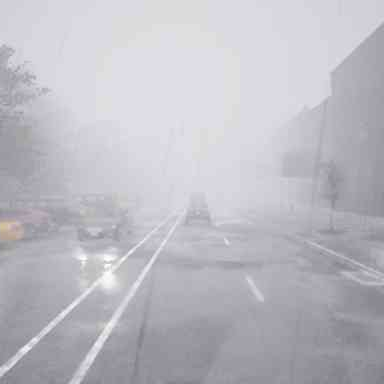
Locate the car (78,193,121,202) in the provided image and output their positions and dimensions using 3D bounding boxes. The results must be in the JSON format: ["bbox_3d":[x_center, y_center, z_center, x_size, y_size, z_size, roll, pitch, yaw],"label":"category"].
[{"bbox_3d":[-9.093,1.184,27.740,5.566,2.045,2.435,-1,1,-19],"label":"car"}]

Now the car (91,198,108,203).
[{"bbox_3d":[-9.121,1.447,24.797,5.008,1.535,2.097,-1,0,-19],"label":"car"}]

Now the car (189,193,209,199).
[{"bbox_3d":[0.748,1.088,42.973,2.150,2.045,5.566,0,0,1],"label":"car"}]

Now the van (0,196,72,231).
[{"bbox_3d":[-9.324,1.242,18.826,4.442,1.987,1.878,-1,0,-19],"label":"van"}]

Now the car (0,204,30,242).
[{"bbox_3d":[-9.495,1.479,12.884,5.366,1.575,1.946,-1,0,-19],"label":"car"}]

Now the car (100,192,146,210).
[{"bbox_3d":[-8.831,1.104,42.533,5.566,2.045,2.435,-1,1,-19],"label":"car"}]

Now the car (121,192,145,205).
[{"bbox_3d":[-8.834,1.120,39.604,5.566,2.045,2.435,-1,0,-19],"label":"car"}]

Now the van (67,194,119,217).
[{"bbox_3d":[-9.120,1.196,30.668,4.442,1.987,1.878,-1,1,-19],"label":"van"}]

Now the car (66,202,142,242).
[{"bbox_3d":[-4.058,1.478,16.323,2.128,1.511,4.902,0,0,1],"label":"car"}]

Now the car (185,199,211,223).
[{"bbox_3d":[0.449,1.500,25.269,2.033,1.411,5.357,0,0,1],"label":"car"}]

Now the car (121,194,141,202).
[{"bbox_3d":[-8.742,1.383,36.706,5.366,1.575,1.946,-1,0,-19],"label":"car"}]

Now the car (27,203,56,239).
[{"bbox_3d":[-9.293,1.504,15.897,4.792,1.488,2.163,-1,0,-19],"label":"car"}]

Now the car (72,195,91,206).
[{"bbox_3d":[-9.194,1.332,21.823,4.553,1.767,2.185,-1,0,-19],"label":"car"}]
